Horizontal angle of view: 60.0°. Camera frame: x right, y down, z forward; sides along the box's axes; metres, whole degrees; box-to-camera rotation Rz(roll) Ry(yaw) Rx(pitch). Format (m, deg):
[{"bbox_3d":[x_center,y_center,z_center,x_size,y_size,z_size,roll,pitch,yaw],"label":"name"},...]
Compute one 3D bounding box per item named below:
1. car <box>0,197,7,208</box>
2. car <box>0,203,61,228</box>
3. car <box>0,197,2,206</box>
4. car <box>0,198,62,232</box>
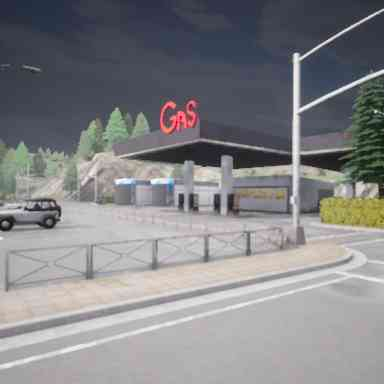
[{"bbox_3d":[-31.448,1.559,51.097,5.027,1.636,2.152,1,0,-36],"label":"car"},{"bbox_3d":[-11.423,1.591,23.301,3.806,1.475,1.970,1,0,-36],"label":"car"},{"bbox_3d":[-33.320,1.568,53.614,4.514,1.523,2.007,1,0,-36],"label":"car"},{"bbox_3d":[-9.978,1.301,20.246,3.866,1.878,1.905,1,0,-36],"label":"car"}]
